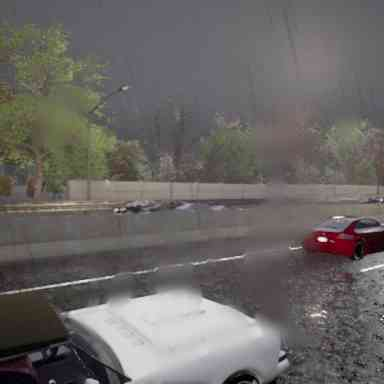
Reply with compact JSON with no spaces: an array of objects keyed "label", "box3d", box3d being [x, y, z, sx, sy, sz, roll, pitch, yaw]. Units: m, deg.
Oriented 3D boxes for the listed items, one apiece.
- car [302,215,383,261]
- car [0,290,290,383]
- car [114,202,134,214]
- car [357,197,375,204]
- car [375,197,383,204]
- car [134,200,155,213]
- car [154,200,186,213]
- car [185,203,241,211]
[{"label":"car","box3d":[6.006,1.562,12.331,4.181,1.385,1.994,0,0,-35]},{"label":"car","box3d":[-1.349,1.601,2.793,4.718,1.301,1.895,0,0,-35]},{"label":"car","box3d":[-4.660,1.489,30.202,4.902,1.511,2.128,0,0,-38]},{"label":"car","box3d":[29.140,1.522,54.791,4.902,1.511,2.128,0,0,-35]},{"label":"car","box3d":[31.309,1.382,52.045,4.553,1.767,2.097,0,0,-35]},{"label":"car","box3d":[-2.010,1.476,28.352,5.008,1.535,1.882,0,0,-35]},{"label":"car","box3d":[0.123,1.546,25.576,5.357,1.411,2.033,0,0,-36]},{"label":"car","box3d":[1.985,1.562,22.604,4.181,1.385,1.994,0,0,-35]}]
